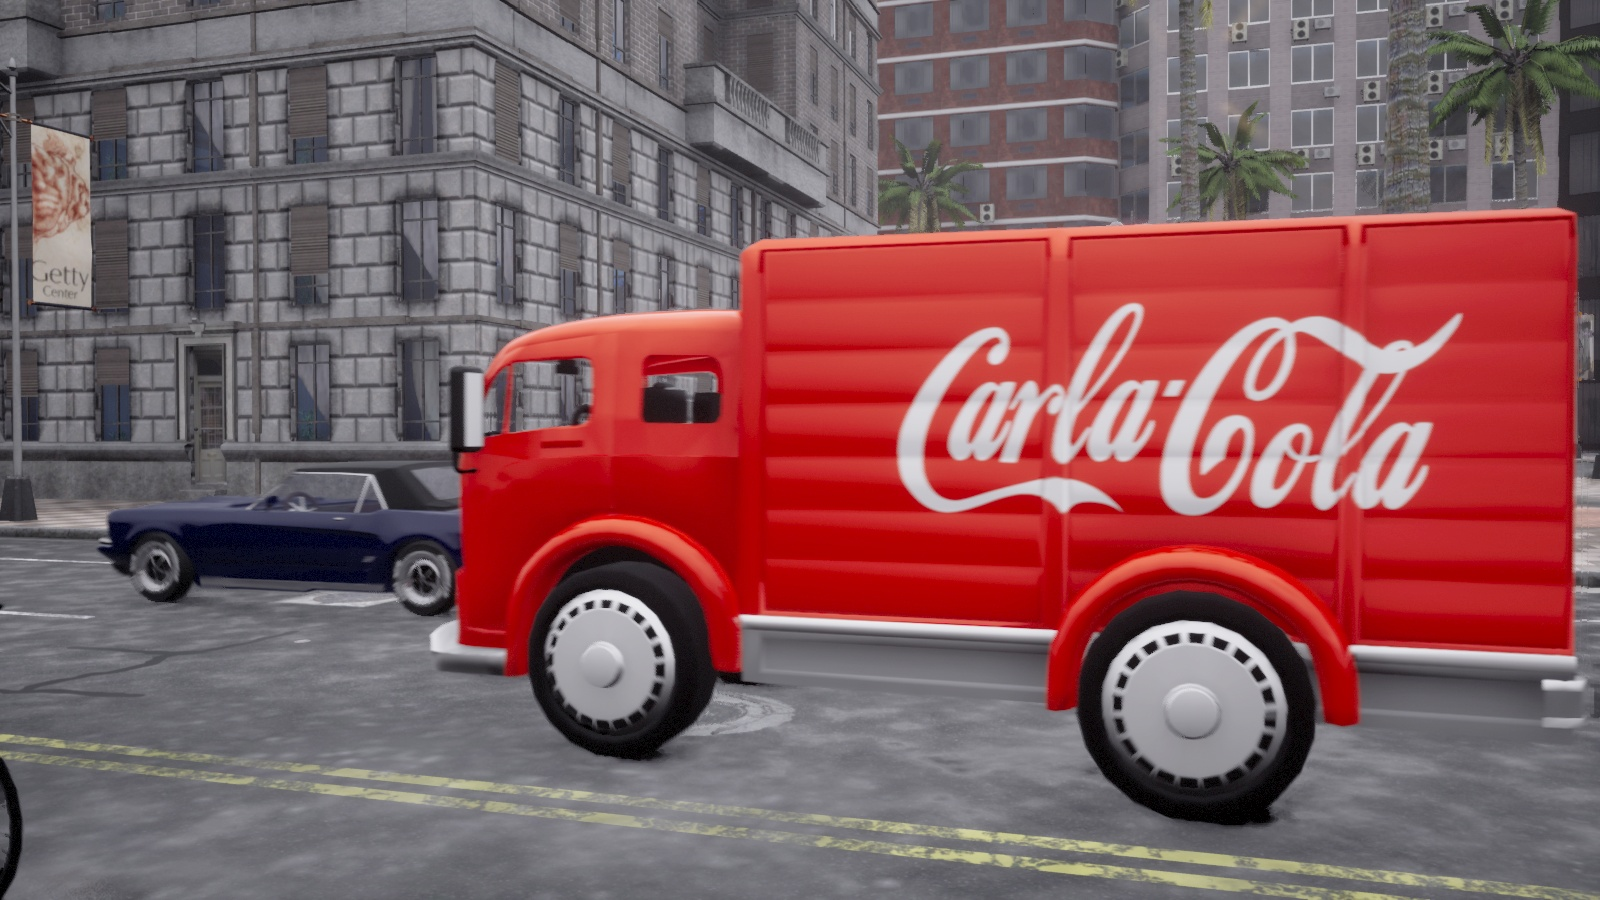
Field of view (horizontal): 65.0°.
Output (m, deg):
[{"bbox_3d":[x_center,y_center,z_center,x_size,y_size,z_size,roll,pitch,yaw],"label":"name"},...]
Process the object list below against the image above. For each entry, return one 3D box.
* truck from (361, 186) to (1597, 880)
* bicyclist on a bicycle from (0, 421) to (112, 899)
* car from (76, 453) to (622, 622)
[{"bbox_3d":[0.753,0.244,6.530,5.204,2.467,2.627,1,1,18],"label":"truck"},{"bbox_3d":[-3.202,0.701,4.212,1.656,1.620,0.582,2,2,19],"label":"bicyclist on a bicycle"},{"bbox_3d":[-4.242,0.720,11.906,4.718,1.301,1.895,1,1,19],"label":"car"}]
